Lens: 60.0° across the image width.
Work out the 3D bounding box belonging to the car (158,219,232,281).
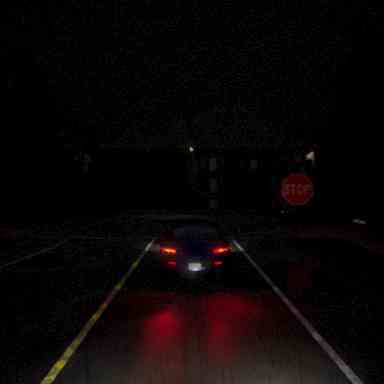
[{"bbox_3d":[0.079,1.499,9.678,1.812,1.442,4.674,0,0,0],"label":"car"}]

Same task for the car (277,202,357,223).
[{"bbox_3d":[8.931,1.457,24.132,5.357,1.411,2.033,0,0,5],"label":"car"}]
